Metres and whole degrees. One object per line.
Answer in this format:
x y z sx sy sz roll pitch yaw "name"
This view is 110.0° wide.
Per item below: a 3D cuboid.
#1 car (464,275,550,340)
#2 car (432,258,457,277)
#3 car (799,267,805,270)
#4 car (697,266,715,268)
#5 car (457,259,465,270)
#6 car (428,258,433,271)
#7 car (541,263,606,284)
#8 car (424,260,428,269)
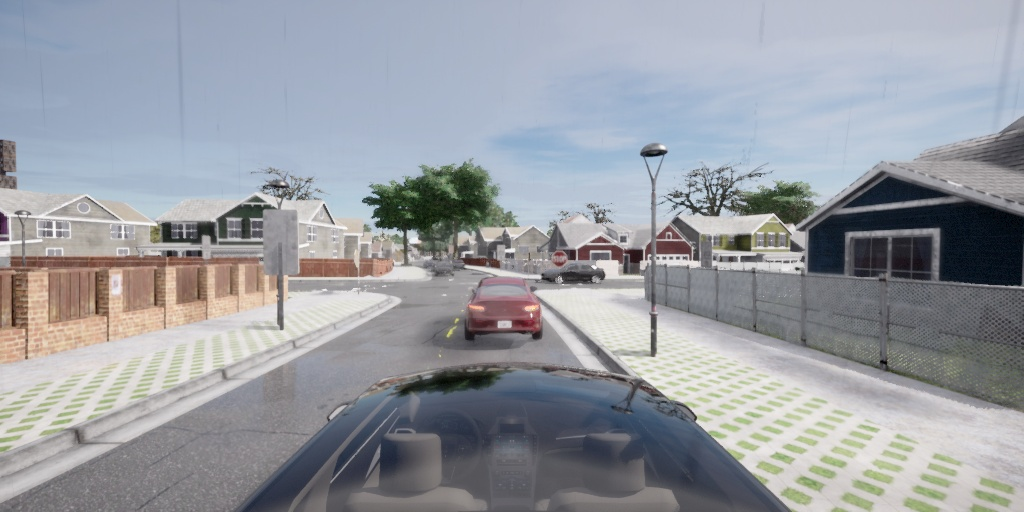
-0.254 1.274 9.831 1.812 1.442 4.674 0 0 -2 "car"
-6.994 1.268 36.818 1.837 1.490 4.892 0 0 -13 "car"
28.269 1.605 33.506 4.181 1.385 1.994 1 1 -19 "car"
15.971 1.481 29.761 4.181 1.385 1.994 0 1 -15 "car"
-7.977 1.241 51.663 2.128 1.511 4.902 0 0 -17 "car"
-9.462 1.272 46.450 1.837 1.490 4.892 0 0 -16 "car"
4.598 1.303 26.894 4.892 1.490 1.837 1 1 -13 "car"
-13.147 1.320 57.826 2.033 1.411 5.357 0 0 -19 "car"
